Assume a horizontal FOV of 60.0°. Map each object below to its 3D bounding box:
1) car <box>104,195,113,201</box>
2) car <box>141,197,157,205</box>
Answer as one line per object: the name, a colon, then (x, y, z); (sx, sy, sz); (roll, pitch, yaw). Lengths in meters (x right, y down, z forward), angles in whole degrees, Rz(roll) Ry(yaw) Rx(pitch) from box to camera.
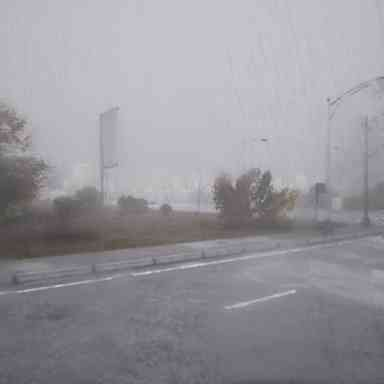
car: (-23.662, 1.646, 92.391); (1.837, 1.490, 4.892); (0, 0, -36)
car: (-8.227, 1.658, 60.818); (1.837, 1.490, 4.892); (0, -1, -38)
